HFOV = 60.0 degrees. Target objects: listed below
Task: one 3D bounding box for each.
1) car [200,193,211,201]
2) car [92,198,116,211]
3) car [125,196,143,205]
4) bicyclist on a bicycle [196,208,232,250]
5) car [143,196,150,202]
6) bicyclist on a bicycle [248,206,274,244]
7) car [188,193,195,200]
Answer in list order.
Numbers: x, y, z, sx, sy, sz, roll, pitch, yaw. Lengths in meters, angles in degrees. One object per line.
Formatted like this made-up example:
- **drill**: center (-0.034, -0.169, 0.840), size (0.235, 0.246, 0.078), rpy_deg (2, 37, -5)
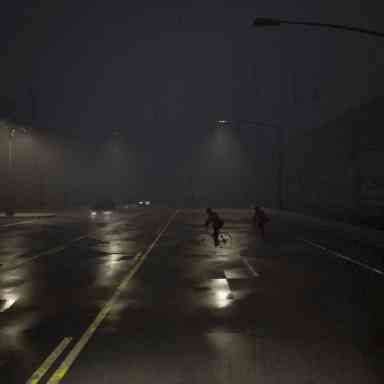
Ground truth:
- **car**: center (3.322, 1.349, 78.463), size (1.837, 1.490, 4.892), rpy_deg (0, 1, 0)
- **car**: center (-10.690, 1.477, 40.736), size (1.882, 1.535, 5.008), rpy_deg (0, 0, 0)
- **car**: center (-10.703, 1.545, 59.934), size (2.033, 1.411, 5.357), rpy_deg (0, 0, 0)
- **bicyclist on a bicycle**: center (0.832, 1.455, 13.156), size (1.656, 1.620, 0.582), rpy_deg (-3, -1, 33)
- **car**: center (-10.672, 1.489, 75.218), size (1.895, 1.301, 4.718), rpy_deg (0, 1, 0)
- **bicyclist on a bicycle**: center (3.000, 1.454, 14.626), size (0.582, 1.620, 1.656), rpy_deg (0, -2, -31)
- **car**: center (-0.195, 1.274, 85.073), size (2.033, 1.411, 5.357), rpy_deg (0, 1, 0)
